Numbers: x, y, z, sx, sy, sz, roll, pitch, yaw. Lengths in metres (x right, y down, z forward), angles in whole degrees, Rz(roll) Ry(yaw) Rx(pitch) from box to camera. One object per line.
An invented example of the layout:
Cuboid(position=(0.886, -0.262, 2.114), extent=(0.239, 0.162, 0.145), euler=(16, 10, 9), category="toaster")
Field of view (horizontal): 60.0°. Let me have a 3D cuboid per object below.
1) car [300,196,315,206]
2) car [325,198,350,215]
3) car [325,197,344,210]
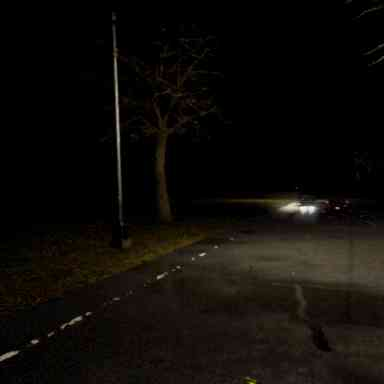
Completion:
Cuboid(position=(17.401, 1.315, 50.172), extent=(2.128, 1.511, 4.902), euler=(-3, -1, 22), category="car")
Cuboid(position=(13.410, 1.344, 30.726), extent=(1.994, 1.385, 4.181), euler=(-3, -1, 23), category="car")
Cuboid(position=(17.248, 1.328, 40.326), extent=(1.895, 1.301, 4.718), euler=(-3, -1, 23), category="car")
